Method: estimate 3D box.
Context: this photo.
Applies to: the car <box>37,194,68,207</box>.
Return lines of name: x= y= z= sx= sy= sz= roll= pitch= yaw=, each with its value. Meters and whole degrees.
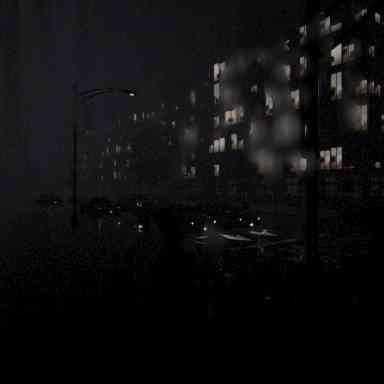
car: x=-15.318 y=0.884 z=35.913 sx=1.994 sy=1.385 sz=4.181 roll=0 pitch=1 yaw=-38

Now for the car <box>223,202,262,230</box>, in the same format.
car: x=1.603 y=1.289 z=19.683 sx=2.033 sy=1.411 sz=5.357 roll=0 pitch=1 yaw=-36

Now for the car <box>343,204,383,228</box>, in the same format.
car: x=10.957 y=1.377 z=18.584 sx=1.812 sy=1.442 sz=4.674 roll=0 pitch=1 yaw=-38

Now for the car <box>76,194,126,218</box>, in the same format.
car: x=-7.178 y=1.087 z=25.520 sx=1.812 sy=1.442 sz=4.674 roll=0 pitch=1 yaw=-38

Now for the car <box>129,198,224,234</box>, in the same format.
car: x=-1.003 y=1.292 z=17.685 sx=2.033 sy=1.411 sz=5.357 roll=0 pitch=1 yaw=-38

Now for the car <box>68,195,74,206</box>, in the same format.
car: x=-12.439 y=0.926 z=37.502 sx=1.895 sy=1.301 sz=4.718 roll=0 pitch=1 yaw=-38

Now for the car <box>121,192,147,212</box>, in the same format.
car: x=-4.585 y=0.911 z=27.486 sx=2.097 sy=1.767 sz=4.553 roll=0 pitch=1 yaw=-38
